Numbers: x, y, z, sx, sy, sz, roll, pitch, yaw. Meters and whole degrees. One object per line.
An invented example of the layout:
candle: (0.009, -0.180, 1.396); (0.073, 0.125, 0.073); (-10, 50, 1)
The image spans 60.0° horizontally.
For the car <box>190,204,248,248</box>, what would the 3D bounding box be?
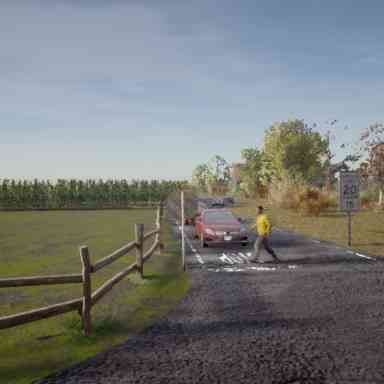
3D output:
car: (1.144, 1.513, 15.072); (1.812, 1.442, 4.674); (-1, 0, -6)

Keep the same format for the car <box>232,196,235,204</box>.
car: (6.567, 1.364, 59.406); (1.837, 1.490, 4.892); (-1, 0, 11)

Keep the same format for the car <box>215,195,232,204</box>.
car: (4.181, 1.453, 49.091); (2.033, 1.411, 5.357); (-1, 0, 13)

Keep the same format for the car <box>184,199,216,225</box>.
car: (0.287, 1.467, 24.387); (1.882, 1.535, 5.008); (-1, 0, -5)

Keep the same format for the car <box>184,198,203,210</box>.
car: (0.212, 1.526, 43.785); (1.994, 1.385, 4.181); (-1, 0, 8)

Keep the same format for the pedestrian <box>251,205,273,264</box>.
pedestrian: (2.137, 1.271, 10.207); (0.375, 1.860, 0.375); (-2, 1, -6)
